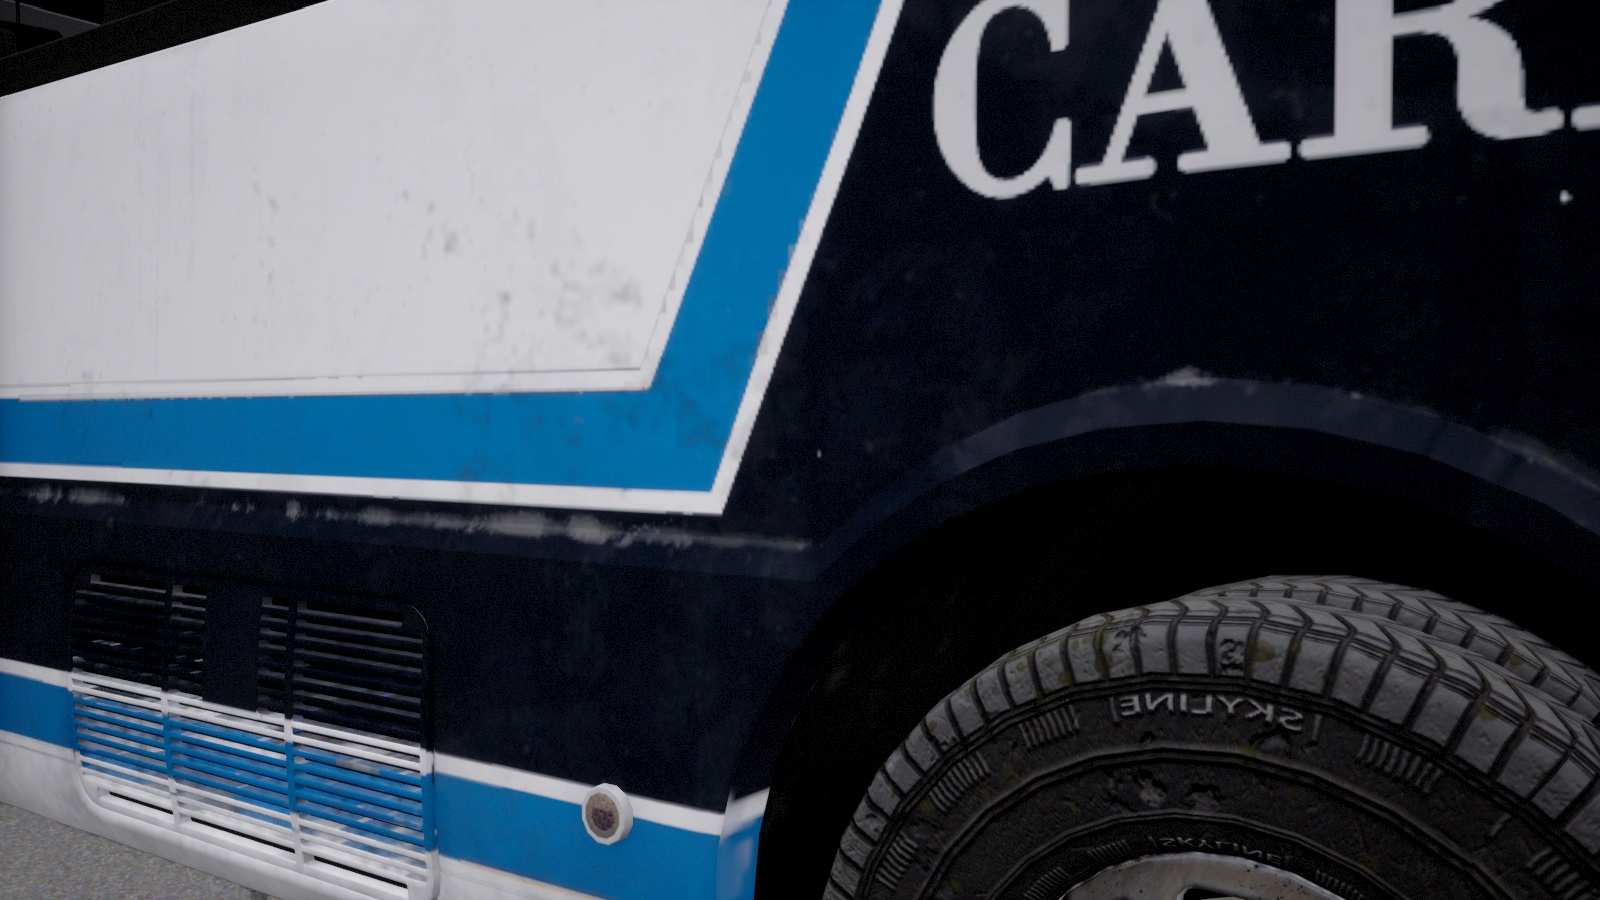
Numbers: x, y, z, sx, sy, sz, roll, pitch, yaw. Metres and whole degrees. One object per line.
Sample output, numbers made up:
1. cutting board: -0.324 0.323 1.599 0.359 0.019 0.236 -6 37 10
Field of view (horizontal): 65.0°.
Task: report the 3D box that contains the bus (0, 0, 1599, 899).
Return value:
1. bus: -0.868 -0.689 4.212 10.273 4.253 3.944 0 1 33
